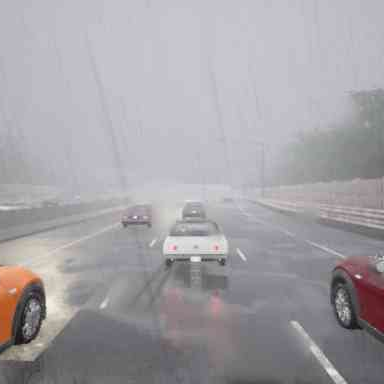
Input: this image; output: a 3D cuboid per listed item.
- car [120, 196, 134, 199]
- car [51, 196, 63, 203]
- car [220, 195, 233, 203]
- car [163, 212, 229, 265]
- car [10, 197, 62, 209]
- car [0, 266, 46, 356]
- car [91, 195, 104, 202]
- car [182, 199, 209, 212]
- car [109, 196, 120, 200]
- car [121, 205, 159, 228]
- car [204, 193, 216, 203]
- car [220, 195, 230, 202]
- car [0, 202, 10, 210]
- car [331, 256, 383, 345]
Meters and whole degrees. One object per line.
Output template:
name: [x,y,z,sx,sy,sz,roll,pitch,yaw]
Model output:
car: [-13.473,1.607,71.679,1.895,1.301,4.718,0,0,1]
car: [-23.544,1.488,56.404,1.882,1.535,5.008,0,0,-2]
car: [7.329,1.490,67.543,1.882,1.535,5.008,0,0,3]
car: [0.116,1.600,11.576,1.895,1.301,4.718,0,0,0]
car: [-13.997,1.478,30.250,1.882,1.535,5.008,0,0,0]
car: [-3.396,1.352,3.524,2.097,1.767,4.553,0,0,0]
car: [-20.465,1.512,72.233,1.837,1.490,4.892,0,0,1]
car: [0.190,1.564,28.857,1.994,1.385,4.181,0,0,0]
car: [-16.947,1.620,73.404,1.895,1.301,4.718,0,0,1]
car: [-3.347,1.547,22.126,2.033,1.411,5.357,0,0,0]
car: [4.015,1.499,70.765,1.882,1.535,5.008,0,0,1]
car: [7.614,1.456,77.209,2.128,1.511,4.902,0,0,1]
car: [-17.490,1.601,31.652,1.895,1.301,4.718,0,0,0]
car: [3.496,1.299,4.047,2.097,1.767,4.553,0,0,0]
